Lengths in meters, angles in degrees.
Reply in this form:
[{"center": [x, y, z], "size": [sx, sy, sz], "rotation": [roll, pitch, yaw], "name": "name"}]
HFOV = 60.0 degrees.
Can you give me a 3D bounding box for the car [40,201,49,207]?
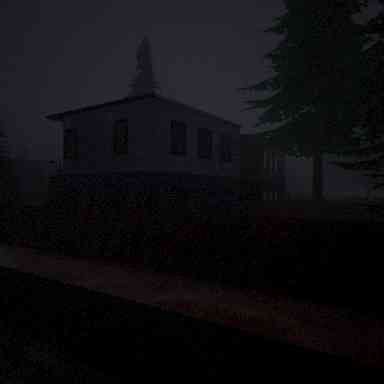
[{"center": [-12.767, 1.202, 33.878], "size": [2.150, 2.045, 5.566], "rotation": [0, 0, 23], "name": "car"}]
